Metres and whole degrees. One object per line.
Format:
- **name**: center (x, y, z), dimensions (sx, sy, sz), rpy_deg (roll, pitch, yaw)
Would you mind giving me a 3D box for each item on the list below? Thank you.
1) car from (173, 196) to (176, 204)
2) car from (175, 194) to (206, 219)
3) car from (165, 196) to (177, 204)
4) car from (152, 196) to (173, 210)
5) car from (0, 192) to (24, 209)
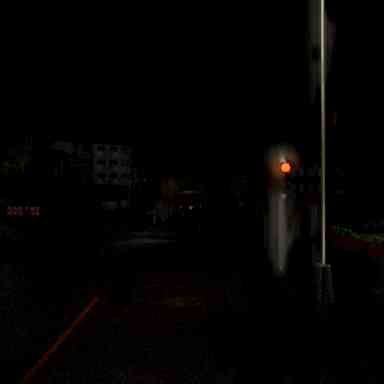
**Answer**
- **car**: center (-4.019, 1.491, 52.987), dimensions (2.128, 1.511, 4.902), rpy_deg (0, 0, 0)
- **car**: center (0.075, 1.352, 29.715), dimensions (2.097, 1.767, 4.553), rpy_deg (0, 0, 5)
- **car**: center (-3.966, 1.477, 63.162), dimensions (1.882, 1.535, 5.008), rpy_deg (0, 0, 0)
- **car**: center (-4.040, 1.491, 43.023), dimensions (2.128, 1.511, 4.902), rpy_deg (0, 0, 0)
- **car**: center (-19.709, 0.985, 34.940), dimensions (1.905, 1.878, 3.866), rpy_deg (0, 0, 35)
